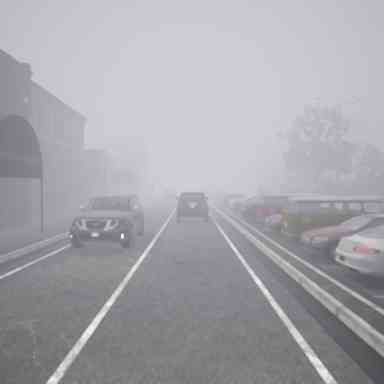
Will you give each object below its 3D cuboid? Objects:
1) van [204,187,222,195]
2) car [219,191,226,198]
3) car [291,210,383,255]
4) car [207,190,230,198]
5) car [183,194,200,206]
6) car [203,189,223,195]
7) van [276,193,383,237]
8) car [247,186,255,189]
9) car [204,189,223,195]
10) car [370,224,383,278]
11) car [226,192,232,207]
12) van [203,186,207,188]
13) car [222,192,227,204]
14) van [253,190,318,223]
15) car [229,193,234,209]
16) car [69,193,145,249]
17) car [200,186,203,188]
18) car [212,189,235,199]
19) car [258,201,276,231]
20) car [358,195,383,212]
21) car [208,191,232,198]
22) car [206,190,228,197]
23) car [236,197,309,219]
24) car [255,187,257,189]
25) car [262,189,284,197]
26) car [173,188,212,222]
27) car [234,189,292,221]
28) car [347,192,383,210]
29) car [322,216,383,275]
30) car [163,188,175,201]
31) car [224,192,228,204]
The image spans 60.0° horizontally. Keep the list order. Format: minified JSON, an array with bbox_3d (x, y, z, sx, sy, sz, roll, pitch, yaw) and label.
[{"bbox_3d":[5.427,-0.161,84.886,4.442,1.987,1.878,0,1,0],"label":"van"},{"bbox_3d":[6.005,0.914,39.443,4.792,1.488,2.163,0,1,0],"label":"car"},{"bbox_3d":[6.054,1.473,11.177,4.674,1.452,2.002,0,0,0],"label":"car"},{"bbox_3d":[5.621,0.416,70.980,4.674,1.452,2.002,0,1,0],"label":"car"},{"bbox_3d":[-0.099,1.008,41.997,1.994,1.385,4.181,0,1,0],"label":"car"},{"bbox_3d":[5.700,-0.064,90.458,5.366,1.575,1.946,0,1,0],"label":"car"},{"bbox_3d":[6.160,1.172,14.131,4.442,1.987,1.878,0,1,0],"label":"van"},{"bbox_3d":[18.611,-0.250,93.320,4.553,1.767,2.185,0,1,0],"label":"car"},{"bbox_3d":[5.523,0.003,87.674,4.892,1.521,2.231,0,1,0],"label":"car"},{"bbox_3d":[6.061,1.454,5.516,5.008,1.535,2.097,0,0,0],"label":"car"},{"bbox_3d":[6.184,1.054,30.966,5.366,1.575,1.946,0,1,0],"label":"car"},{"bbox_3d":[5.457,-0.039,79.445,4.442,1.987,1.878,0,1,0],"label":"van"},{"bbox_3d":[5.986,0.982,36.616,4.674,1.452,2.002,0,1,0],"label":"car"},{"bbox_3d":[6.145,1.062,19.661,4.442,1.987,1.878,0,1,0],"label":"van"},{"bbox_3d":[6.001,1.115,28.140,5.008,1.535,2.097,0,1,0],"label":"car"},{"bbox_3d":[-3.377,1.101,14.325,2.150,2.045,5.566,0,1,0],"label":"car"},{"bbox_3d":[5.530,-0.124,82.103,5.566,2.045,2.435,0,1,0],"label":"car"},{"bbox_3d":[5.677,0.599,62.774,4.674,1.452,2.002,1,1,0],"label":"car"},{"bbox_3d":[6.039,1.386,16.841,4.674,1.452,2.002,0,1,0],"label":"car"},{"bbox_3d":[18.572,1.054,31.160,5.008,1.535,2.097,0,1,0],"label":"car"},{"bbox_3d":[5.662,0.467,68.198,4.792,1.488,2.163,0,1,0],"label":"car"},{"bbox_3d":[5.574,0.343,73.762,4.792,1.488,2.163,0,1,0],"label":"car"},{"bbox_3d":[6.019,1.173,25.315,5.008,1.535,2.097,0,1,0],"label":"car"},{"bbox_3d":[18.681,-0.066,79.521,5.566,2.045,2.435,0,1,0],"label":"car"},{"bbox_3d":[18.637,0.125,76.615,4.553,1.767,2.185,0,1,0],"label":"car"},{"bbox_3d":[0.032,0.969,23.983,2.150,2.045,5.566,0,1,0],"label":"car"},{"bbox_3d":[5.993,0.979,22.485,5.566,2.045,2.435,0,1,0],"label":"car"},{"bbox_3d":[18.539,0.873,33.857,4.553,1.767,2.185,0,1,0],"label":"car"},{"bbox_3d":[6.056,1.486,8.342,4.674,1.452,2.002,0,0,0],"label":"car"},{"bbox_3d":[-3.628,0.389,55.787,2.150,2.045,5.566,0,1,0],"label":"car"},{"bbox_3d":[5.994,1.040,33.792,4.674,1.452,2.002,0,1,0],"label":"car"}]
